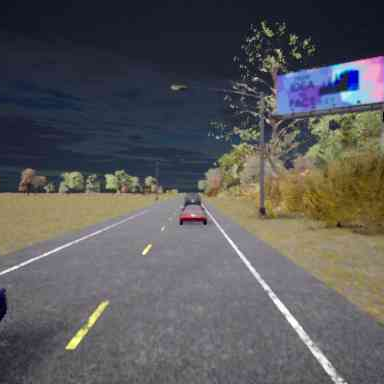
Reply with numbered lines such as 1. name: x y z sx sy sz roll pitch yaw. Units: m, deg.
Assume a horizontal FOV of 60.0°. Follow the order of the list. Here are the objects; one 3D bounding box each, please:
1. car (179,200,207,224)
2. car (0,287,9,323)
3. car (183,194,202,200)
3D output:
1. car: 0.089 1.557 24.755 1.994 1.385 4.181 0 0 0
2. car: -3.597 1.600 2.605 1.895 1.301 4.718 0 0 0
3. car: 0.073 1.210 42.843 2.150 2.045 5.566 0 0 0
